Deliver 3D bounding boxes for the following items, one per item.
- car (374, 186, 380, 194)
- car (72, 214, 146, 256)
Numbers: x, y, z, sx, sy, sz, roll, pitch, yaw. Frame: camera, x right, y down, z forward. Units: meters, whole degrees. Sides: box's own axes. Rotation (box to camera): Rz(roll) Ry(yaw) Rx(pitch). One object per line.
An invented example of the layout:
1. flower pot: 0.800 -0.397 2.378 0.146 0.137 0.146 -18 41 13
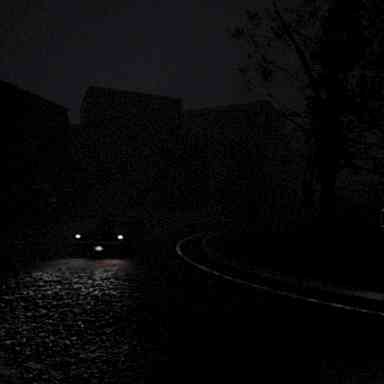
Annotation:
1. car: 32.647 -0.437 57.137 1.812 1.442 4.674 1 6 38
2. car: -3.122 1.608 13.405 1.895 1.301 4.718 1 0 1
